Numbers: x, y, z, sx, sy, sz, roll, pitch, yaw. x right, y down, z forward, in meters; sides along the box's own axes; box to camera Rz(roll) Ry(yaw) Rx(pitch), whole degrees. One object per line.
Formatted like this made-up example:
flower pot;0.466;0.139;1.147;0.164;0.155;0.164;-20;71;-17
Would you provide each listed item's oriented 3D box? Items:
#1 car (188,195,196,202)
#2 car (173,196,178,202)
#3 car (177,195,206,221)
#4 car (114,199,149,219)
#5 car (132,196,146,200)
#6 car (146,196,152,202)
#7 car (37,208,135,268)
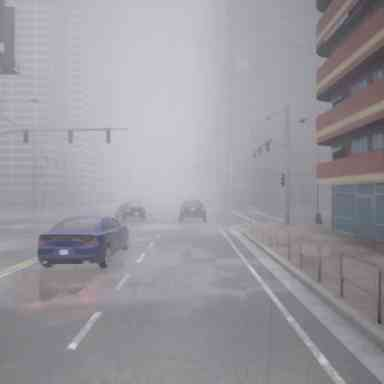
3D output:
car;0.011;1.574;80.583;1.882;1.535;5.008;0;0;0
car;-3.489;1.622;80.581;2.128;1.511;4.902;0;0;0
car;0.072;1.410;27.756;2.097;1.767;4.553;0;0;0
car;-5.368;1.587;28.796;1.812;1.442;4.674;1;0;-23
car;-10.507;1.612;63.261;1.882;1.535;5.008;0;0;0
car;-10.490;1.696;78.876;2.033;1.411;5.357;0;0;0
car;-3.440;1.502;11.455;1.882;1.535;5.008;0;-1;0
